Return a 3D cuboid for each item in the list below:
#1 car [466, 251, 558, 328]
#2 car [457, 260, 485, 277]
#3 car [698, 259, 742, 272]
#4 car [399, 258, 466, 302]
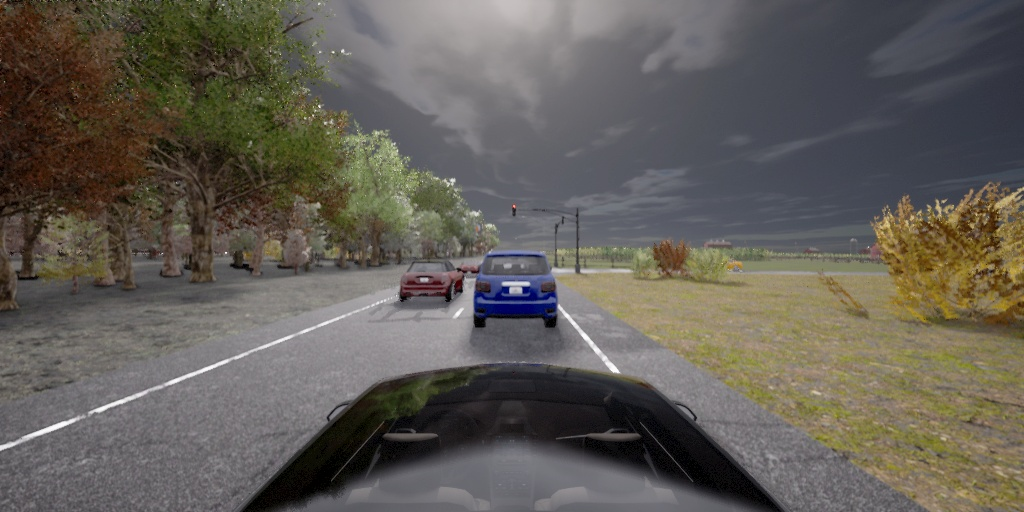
[{"bbox_3d":[0.089,0.865,10.997,2.150,2.045,5.566,0,1,0],"label":"car"},{"bbox_3d":[-3.443,1.014,31.043,1.895,1.301,4.718,0,1,0],"label":"car"},{"bbox_3d":[25.106,1.073,43.452,5.008,1.535,1.882,1,0,0],"label":"car"},{"bbox_3d":[-3.421,0.938,16.104,2.097,1.767,4.553,0,1,0],"label":"car"}]
